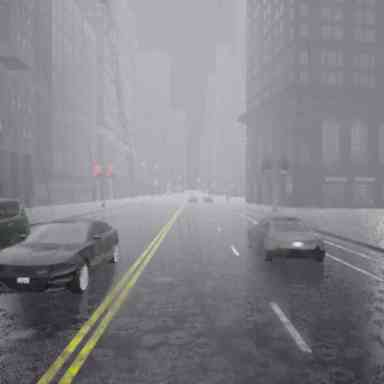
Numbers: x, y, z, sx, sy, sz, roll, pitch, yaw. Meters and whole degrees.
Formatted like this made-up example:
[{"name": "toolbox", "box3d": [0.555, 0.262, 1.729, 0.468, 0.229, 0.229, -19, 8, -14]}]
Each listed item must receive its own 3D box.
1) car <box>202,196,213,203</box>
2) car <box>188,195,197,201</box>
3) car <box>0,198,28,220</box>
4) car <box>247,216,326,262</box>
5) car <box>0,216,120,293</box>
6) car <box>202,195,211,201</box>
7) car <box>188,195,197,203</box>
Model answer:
[{"name": "car", "box3d": [3.405, 1.617, 70.641, 1.895, 1.301, 4.718, 0, 0, 0]}, {"name": "car", "box3d": [0.179, 1.417, 80.655, 2.128, 1.511, 4.902, 0, 0, 0]}, {"name": "car", "box3d": [-6.562, 1.203, 9.130, 2.150, 2.045, 5.566, 0, 0, 0]}, {"name": "car", "box3d": [3.273, 1.583, 12.265, 1.994, 1.385, 4.181, 0, 0, 0]}, {"name": "car", "box3d": [-3.314, 1.471, 9.046, 1.882, 1.535, 5.008, 0, 0, 0]}, {"name": "car", "box3d": [3.429, 1.498, 80.678, 1.895, 1.301, 4.718, 0, 0, 0]}, {"name": "car", "box3d": [0.155, 1.606, 70.682, 1.895, 1.301, 4.718, 0, 0, 0]}]
